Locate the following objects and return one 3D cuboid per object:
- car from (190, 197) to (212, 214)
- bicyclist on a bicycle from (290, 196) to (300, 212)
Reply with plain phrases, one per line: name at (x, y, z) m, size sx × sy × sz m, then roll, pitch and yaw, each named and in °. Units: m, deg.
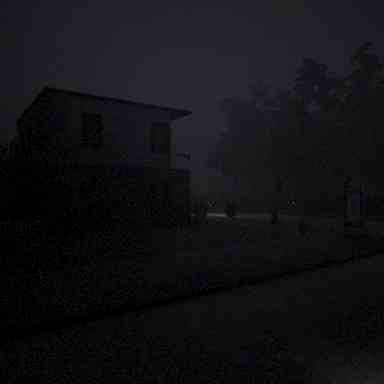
car at (0.054, 1.289, 34.593) m, size 2.097 × 1.767 × 4.553 m, roll 0°, pitch 0°, yaw -35°
bicyclist on a bicycle at (10.640, 1.260, 34.215) m, size 1.656 × 1.620 × 0.582 m, roll -1°, pitch 0°, yaw -36°
